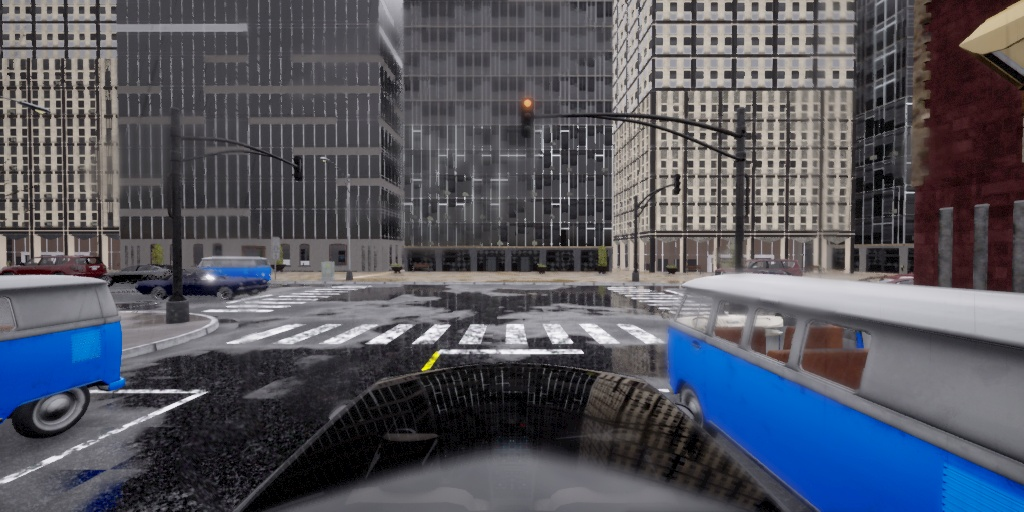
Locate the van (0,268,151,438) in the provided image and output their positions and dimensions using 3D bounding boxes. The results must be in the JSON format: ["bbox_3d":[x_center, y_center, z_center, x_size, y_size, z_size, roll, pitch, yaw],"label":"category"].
[{"bbox_3d":[-5.695,1.090,2.786,1.690,1.789,3.998,0,0,0],"label":"van"}]

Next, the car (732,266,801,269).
[{"bbox_3d":[13.636,1.404,19.586,4.718,1.301,1.895,0,1,0],"label":"car"}]

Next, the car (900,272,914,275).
[{"bbox_3d":[15.129,1.437,13.810,4.507,1.381,1.888,0,0,0],"label":"car"}]

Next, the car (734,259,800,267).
[{"bbox_3d":[15.143,1.089,22.190,5.009,1.841,2.192,0,0,0],"label":"car"}]

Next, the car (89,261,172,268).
[{"bbox_3d":[-22.769,1.150,22.246,4.313,1.339,1.948,0,0,0],"label":"car"}]

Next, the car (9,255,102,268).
[{"bbox_3d":[-28.292,0.874,22.254,5.009,1.841,2.192,0,0,0],"label":"car"}]

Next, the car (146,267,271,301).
[{"bbox_3d":[-13.985,1.308,16.432,4.718,1.301,1.895,0,1,0],"label":"car"}]

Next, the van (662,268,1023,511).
[{"bbox_3d":[2.686,1.090,2.795,1.690,1.789,3.998,0,0,0],"label":"van"}]

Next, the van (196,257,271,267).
[{"bbox_3d":[-17.246,0.951,22.238,3.998,1.789,1.690,0,0,0],"label":"van"}]
